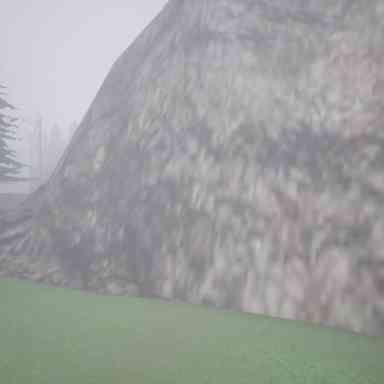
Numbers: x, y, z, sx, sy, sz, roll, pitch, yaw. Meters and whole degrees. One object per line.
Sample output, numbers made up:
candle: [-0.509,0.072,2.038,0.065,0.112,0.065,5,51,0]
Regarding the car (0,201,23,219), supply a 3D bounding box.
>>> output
car: [-16.156,1.491,26.671,2.128,1.511,4.902,0,0,29]
